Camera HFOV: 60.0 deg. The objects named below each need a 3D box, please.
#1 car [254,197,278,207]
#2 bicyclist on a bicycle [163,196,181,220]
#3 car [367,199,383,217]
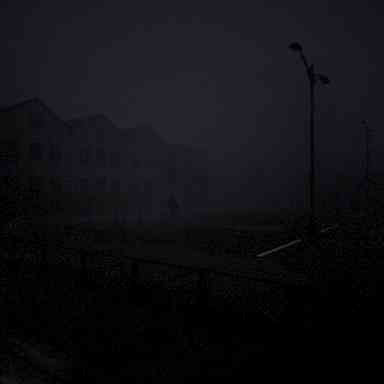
[{"bbox_3d":[10.442,1.356,46.685,2.033,1.411,5.357,0,0,32],"label":"car"},{"bbox_3d":[-1.393,1.109,23.058,1.656,1.620,0.582,0,0,35],"label":"bicyclist on a bicycle"},{"bbox_3d":[15.429,1.298,26.810,2.007,1.523,4.514,0,0,35],"label":"car"}]
